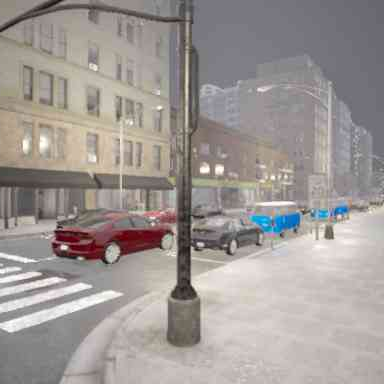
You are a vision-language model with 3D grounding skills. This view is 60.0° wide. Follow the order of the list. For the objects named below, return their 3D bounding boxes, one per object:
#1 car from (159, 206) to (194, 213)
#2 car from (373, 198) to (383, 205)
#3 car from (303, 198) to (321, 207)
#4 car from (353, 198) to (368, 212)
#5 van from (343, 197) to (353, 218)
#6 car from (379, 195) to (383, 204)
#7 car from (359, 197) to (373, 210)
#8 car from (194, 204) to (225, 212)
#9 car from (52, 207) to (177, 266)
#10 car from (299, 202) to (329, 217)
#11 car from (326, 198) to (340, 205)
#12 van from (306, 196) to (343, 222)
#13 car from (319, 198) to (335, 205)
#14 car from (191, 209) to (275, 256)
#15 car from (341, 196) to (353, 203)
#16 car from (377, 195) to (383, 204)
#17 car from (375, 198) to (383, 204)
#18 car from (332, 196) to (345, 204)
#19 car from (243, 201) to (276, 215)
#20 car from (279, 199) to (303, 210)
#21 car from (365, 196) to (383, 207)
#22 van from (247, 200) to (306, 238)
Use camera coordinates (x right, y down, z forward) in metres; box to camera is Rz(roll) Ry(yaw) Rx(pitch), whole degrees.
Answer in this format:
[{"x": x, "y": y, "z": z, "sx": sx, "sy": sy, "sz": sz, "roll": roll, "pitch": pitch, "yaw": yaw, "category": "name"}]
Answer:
[{"x": -1.994, "y": 1.626, "z": 22.631, "sx": 1.802, "sy": 1.307, "sz": 4.206, "roll": 0, "pitch": 0, "yaw": 34, "category": "car"}, {"x": 39.474, "y": 1.948, "z": 70.083, "sx": 1.887, "sy": 1.381, "sz": 4.507, "roll": 0, "pitch": 0, "yaw": 34, "category": "car"}, {"x": 20.152, "y": 1.789, "z": 55.671, "sx": 1.887, "sy": 1.381, "sz": 4.507, "roll": 0, "pitch": 0, "yaw": 34, "category": "car"}, {"x": 20.491, "y": 1.818, "z": 41.763, "sx": 1.802, "sy": 1.307, "sz": 4.206, "roll": 0, "pitch": 0, "yaw": 34, "category": "car"}, {"x": 14.165, "y": 1.520, "z": 32.323, "sx": 1.690, "sy": 1.788, "sz": 3.998, "roll": 0, "pitch": 0, "yaw": 34, "category": "van"}, {"x": 36.311, "y": 1.816, "z": 65.364, "sx": 1.967, "sy": 1.590, "sz": 4.097, "roll": 0, "pitch": 0, "yaw": 34, "category": "car"}, {"x": 23.749, "y": 1.790, "z": 46.624, "sx": 1.752, "sy": 1.417, "sz": 4.829, "roll": 0, "pitch": 0, "yaw": 34, "category": "car"}, {"x": 1.170, "y": 1.639, "z": 27.351, "sx": 1.947, "sy": 1.339, "sz": 4.313, "roll": 0, "pitch": 0, "yaw": 34, "category": "car"}, {"x": -2.554, "y": 1.506, "z": 12.000, "sx": 1.882, "sy": 1.535, "sz": 5.008, "roll": 0, "pitch": -1, "yaw": 30, "category": "car"}, {"x": 12.894, "y": 1.772, "z": 34.998, "sx": 1.895, "sy": 1.301, "sz": 4.718, "roll": 0, "pitch": 0, "yaw": 34, "category": "car"}, {"x": 29.643, "y": 1.894, "z": 69.831, "sx": 1.947, "sy": 1.339, "sz": 4.313, "roll": 0, "pitch": 0, "yaw": 34, "category": "car"}, {"x": 11.001, "y": 1.491, "z": 27.603, "sx": 1.690, "sy": 1.788, "sz": 3.998, "roll": 0, "pitch": 0, "yaw": 34, "category": "van"}, {"x": 26.480, "y": 1.845, "z": 65.111, "sx": 1.887, "sy": 1.381, "sz": 4.507, "roll": 0, "pitch": 0, "yaw": 34, "category": "car"}, {"x": 1.509, "y": 1.613, "z": 13.443, "sx": 2.008, "sy": 1.369, "sz": 4.403, "roll": 0, "pitch": 0, "yaw": 34, "category": "car"}, {"x": 39.135, "y": 1.851, "z": 83.991, "sx": 1.967, "sy": 1.590, "sz": 4.097, "roll": 0, "pitch": 0, "yaw": 34, "category": "car"}, {"x": 45.803, "y": 1.774, "z": 79.524, "sx": 2.192, "sy": 1.841, "sz": 5.009, "roll": 0, "pitch": 0, "yaw": 34, "category": "car"}, {"x": 42.637, "y": 1.982, "z": 74.803, "sx": 2.008, "sy": 1.369, "sz": 4.403, "roll": 0, "pitch": 0, "yaw": 34, "category": "car"}, {"x": 32.808, "y": 1.796, "z": 74.551, "sx": 1.967, "sy": 1.590, "sz": 4.097, "roll": 0, "pitch": 0, "yaw": 34, "category": "car"}, {"x": 7.497, "y": 1.682, "z": 36.791, "sx": 2.008, "sy": 1.369, "sz": 4.403, "roll": 0, "pitch": 0, "yaw": 34, "category": "car"}, {"x": 13.825, "y": 1.754, "z": 46.231, "sx": 1.947, "sy": 1.339, "sz": 4.313, "roll": 0, "pitch": 0, "yaw": 34, "category": "car"}, {"x": 33.146, "y": 1.893, "z": 60.643, "sx": 1.887, "sy": 1.381, "sz": 4.507, "roll": 0, "pitch": 0, "yaw": 34, "category": "car"}, {"x": 4.674, "y": 1.433, "z": 18.163, "sx": 1.690, "sy": 1.788, "sz": 3.998, "roll": 0, "pitch": 0, "yaw": 34, "category": "van"}]
